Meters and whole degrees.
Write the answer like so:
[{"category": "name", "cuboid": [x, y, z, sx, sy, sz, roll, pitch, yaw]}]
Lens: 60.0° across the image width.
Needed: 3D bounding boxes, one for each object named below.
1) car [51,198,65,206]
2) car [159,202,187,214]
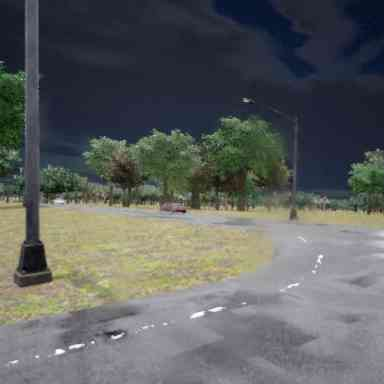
[{"category": "car", "cuboid": [-26.613, 2.007, 66.628, 1.812, 1.442, 4.674, 3, -3, -28]}, {"category": "car", "cuboid": [-2.458, 1.991, 42.000, 1.994, 1.385, 4.181, 4, -3, -35]}]
